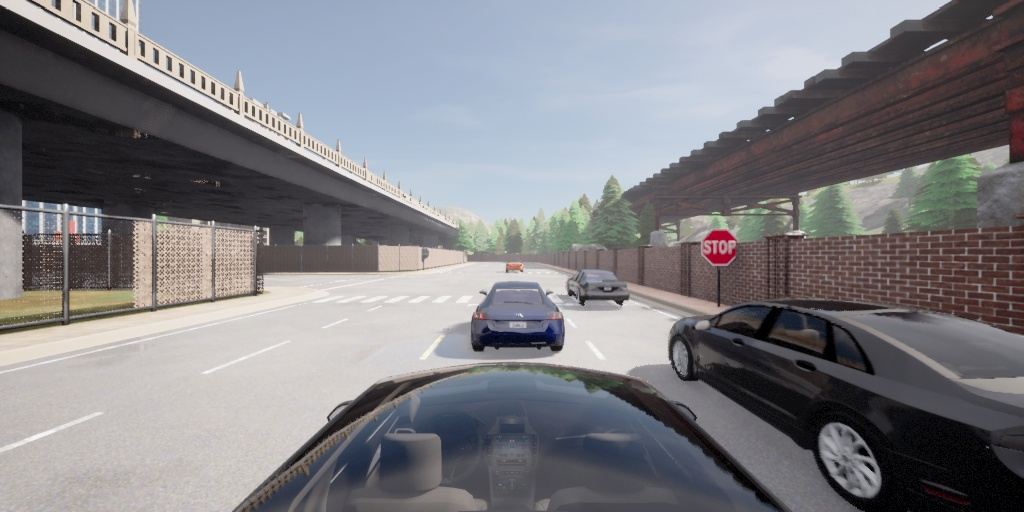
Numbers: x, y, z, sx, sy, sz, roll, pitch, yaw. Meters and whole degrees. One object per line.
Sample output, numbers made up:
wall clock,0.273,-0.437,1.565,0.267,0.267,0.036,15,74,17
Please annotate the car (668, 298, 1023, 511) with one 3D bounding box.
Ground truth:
car,3.605,1.255,4.275,1.837,1.490,4.892,0,0,0

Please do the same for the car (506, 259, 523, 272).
car,0.275,1.102,44.783,2.097,1.767,4.553,0,0,0

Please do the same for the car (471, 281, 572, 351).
car,0.116,1.314,8.993,1.994,1.385,4.181,0,0,0

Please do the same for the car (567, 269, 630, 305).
car,3.651,1.297,16.090,2.033,1.411,5.357,0,0,0
